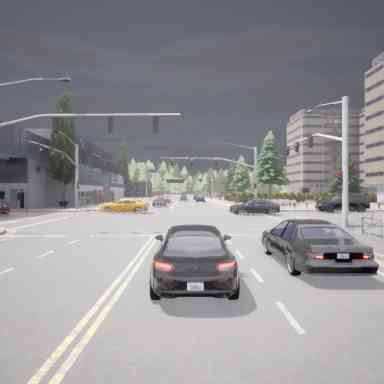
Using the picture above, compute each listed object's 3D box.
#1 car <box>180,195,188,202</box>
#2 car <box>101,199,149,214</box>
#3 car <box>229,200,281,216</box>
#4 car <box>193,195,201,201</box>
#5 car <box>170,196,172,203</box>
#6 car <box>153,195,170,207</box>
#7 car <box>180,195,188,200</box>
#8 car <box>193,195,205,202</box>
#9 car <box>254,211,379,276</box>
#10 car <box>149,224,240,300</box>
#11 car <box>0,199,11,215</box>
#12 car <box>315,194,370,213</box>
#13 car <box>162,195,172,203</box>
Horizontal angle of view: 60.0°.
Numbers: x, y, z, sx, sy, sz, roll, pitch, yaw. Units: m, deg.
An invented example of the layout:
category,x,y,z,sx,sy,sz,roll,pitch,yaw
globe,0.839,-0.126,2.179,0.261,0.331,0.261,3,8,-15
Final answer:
category,x,y,z,sx,sy,sz,roll,pitch,yaw
car,-1.910,1.533,78.167,2.033,1.411,5.357,0,0,-1
car,-6.985,1.477,34.775,5.008,1.535,1.882,0,0,-3
car,6.050,1.506,32.151,4.892,1.490,1.837,0,0,-3
car,1.316,1.500,88.874,1.837,1.490,4.892,0,0,-1
car,-5.018,1.564,60.269,1.994,1.385,4.181,0,0,-2
car,-4.780,1.564,50.292,1.994,1.385,4.181,0,0,-2
car,-2.183,1.467,88.802,1.994,1.385,4.181,0,0,-1
car,1.771,1.478,72.731,1.882,1.535,5.008,0,0,-1
car,3.534,1.547,10.304,2.033,1.411,5.357,0,0,0
car,0.037,1.526,8.247,1.812,1.442,4.674,0,0,-1
car,-19.467,1.352,30.860,4.553,1.767,2.097,0,0,-1
car,16.284,1.218,36.029,5.566,2.045,2.150,0,0,-2
car,-5.217,1.478,70.600,1.882,1.535,5.008,0,0,-1
